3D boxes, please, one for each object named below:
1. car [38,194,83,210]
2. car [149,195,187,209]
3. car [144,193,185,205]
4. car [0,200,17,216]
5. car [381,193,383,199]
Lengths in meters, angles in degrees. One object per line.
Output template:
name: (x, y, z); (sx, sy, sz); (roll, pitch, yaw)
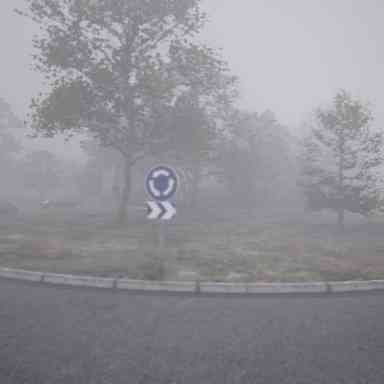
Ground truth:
car: (-14.681, 1.066, 37.101); (4.553, 1.767, 2.097); (0, 1, -45)
car: (-2.756, 1.404, 40.575); (4.181, 1.385, 1.994); (1, 0, -10)
car: (-3.475, 1.047, 43.749); (5.566, 2.045, 2.150); (1, 0, -10)
car: (-16.537, 1.323, 27.317); (1.994, 1.385, 4.181); (0, 0, 16)
car: (31.463, 0.402, 53.131); (2.033, 1.411, 5.357); (1, 6, 42)
